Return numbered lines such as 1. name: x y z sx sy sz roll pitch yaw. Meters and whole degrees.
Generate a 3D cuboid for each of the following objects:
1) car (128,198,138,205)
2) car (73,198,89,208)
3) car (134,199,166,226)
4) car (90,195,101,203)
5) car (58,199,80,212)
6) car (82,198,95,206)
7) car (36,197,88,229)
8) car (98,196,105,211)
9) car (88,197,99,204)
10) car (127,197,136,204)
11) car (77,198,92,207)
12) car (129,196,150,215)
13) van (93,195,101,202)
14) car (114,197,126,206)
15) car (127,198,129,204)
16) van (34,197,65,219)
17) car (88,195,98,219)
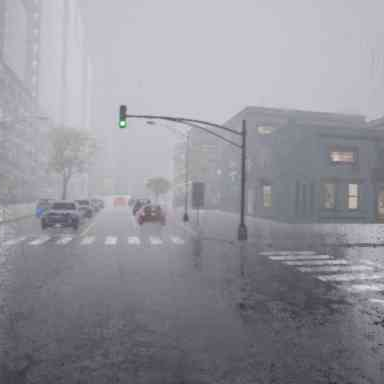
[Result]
1. car: -12.481 2.027 70.023 1.947 1.339 4.313 3 -1 -12
2. car: -17.180 1.725 51.607 1.802 1.307 4.206 3 -1 -12
3. car: -3.163 1.645 25.598 1.967 1.590 4.097 3 -1 -12
4. car: -22.989 1.618 79.378 2.192 1.841 5.009 3 -1 -12
5. car: -14.815 1.604 40.336 1.752 1.417 4.829 3 -1 -12
6. car: -19.508 1.773 62.714 1.947 1.339 4.313 3 -1 -12
7. car: -8.250 1.387 21.593 2.097 1.767 4.553 2 -1 -12
8. car: -12.100 1.633 39.992 2.128 1.511 4.902 2 -1 -12
9. car: -21.835 1.822 73.821 2.008 1.369 4.403 3 -1 -12
10. car: -14.803 1.965 81.131 1.967 1.590 4.097 3 -1 -12
11. car: -18.344 1.741 57.161 1.947 1.339 4.313 3 -1 -12
12. car: -5.486 1.585 36.707 2.192 1.841 5.009 3 -1 -12
13. van: -24.154 1.676 84.930 1.690 1.788 3.998 3 -1 -12
14. car: -13.624 1.706 62.824 2.097 1.767 4.553 2 -1 -12
15. car: -10.142 1.713 58.920 2.192 1.841 5.009 3 -1 -12
16. van: -12.514 1.357 29.398 1.690 1.788 3.998 3 -1 -12
17. car: -10.076 1.438 30.316 2.097 1.767 4.553 2 -1 -12
